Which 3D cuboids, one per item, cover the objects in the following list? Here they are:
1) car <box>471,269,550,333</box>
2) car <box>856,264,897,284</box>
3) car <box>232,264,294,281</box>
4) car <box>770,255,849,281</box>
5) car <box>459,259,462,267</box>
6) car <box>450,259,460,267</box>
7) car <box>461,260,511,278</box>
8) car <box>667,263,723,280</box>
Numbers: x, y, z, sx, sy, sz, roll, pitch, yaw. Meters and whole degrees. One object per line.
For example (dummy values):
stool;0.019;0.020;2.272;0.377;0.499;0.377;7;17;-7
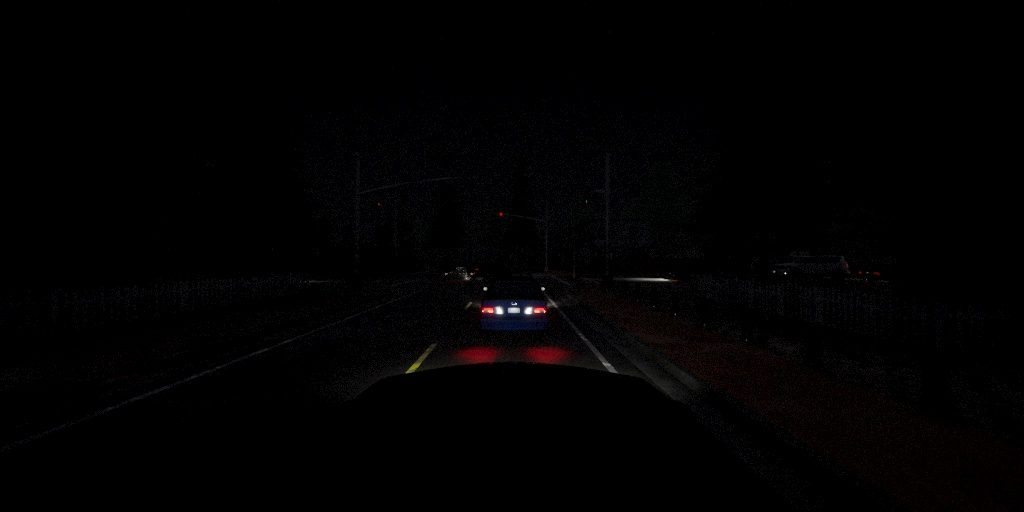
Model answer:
car;0.062;1.297;10.754;2.033;1.411;5.357;0;0;0
car;28.446;1.282;26.085;5.357;1.411;2.033;0;0;2
car;-18.968;1.298;27.472;4.181;1.385;1.994;0;0;2
car;24.679;0.956;29.892;5.566;2.045;2.150;0;0;1
car;-6.316;1.263;54.340;2.033;1.411;5.357;0;0;-14
car;-9.701;1.263;64.372;2.033;1.411;5.357;0;0;-23
car;-1.897;1.233;31.820;1.837;1.490;4.892;4;2;38
car;15.314;1.299;30.171;4.181;1.385;1.994;0;0;2
